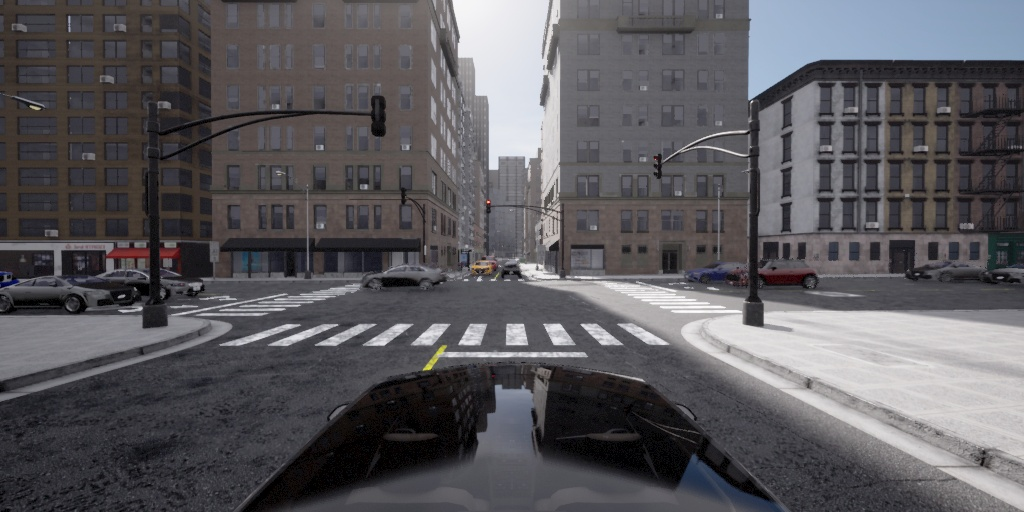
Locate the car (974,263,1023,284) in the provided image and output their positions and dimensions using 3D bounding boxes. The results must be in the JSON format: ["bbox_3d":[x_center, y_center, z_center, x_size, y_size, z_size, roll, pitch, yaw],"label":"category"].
[{"bbox_3d":[30.841,1.085,21.195,4.181,1.385,1.994,0,1,0],"label":"car"}]

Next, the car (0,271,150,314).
[{"bbox_3d":[-17.527,1.442,14.251,4.181,1.385,1.994,0,1,0],"label":"car"}]

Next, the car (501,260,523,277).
[{"bbox_3d":[-0.052,1.261,34.897,1.837,1.490,4.892,-1,0,0],"label":"car"}]

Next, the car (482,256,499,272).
[{"bbox_3d":[-3.124,0.984,47.482,2.150,2.045,5.566,0,0,0],"label":"car"}]

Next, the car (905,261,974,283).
[{"bbox_3d":[29.617,1.059,24.441,4.181,1.385,1.994,0,1,0],"label":"car"}]

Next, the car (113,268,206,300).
[{"bbox_3d":[-17.797,1.335,17.510,4.902,1.511,2.128,0,1,1],"label":"car"}]

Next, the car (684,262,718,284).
[{"bbox_3d":[14.210,1.127,24.365,4.674,1.442,1.812,-1,1,0],"label":"car"}]

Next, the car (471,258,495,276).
[{"bbox_3d":[-3.115,1.233,37.526,1.882,1.535,5.008,0,0,0],"label":"car"}]

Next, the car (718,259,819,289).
[{"bbox_3d":[15.149,0.983,21.118,4.553,1.767,2.097,0,1,0],"label":"car"}]

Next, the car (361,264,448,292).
[{"bbox_3d":[-6.224,1.234,21.017,4.902,1.511,2.128,-1,0,0],"label":"car"}]
